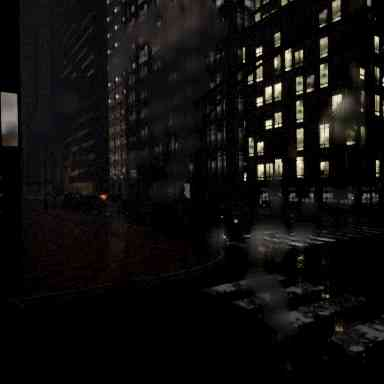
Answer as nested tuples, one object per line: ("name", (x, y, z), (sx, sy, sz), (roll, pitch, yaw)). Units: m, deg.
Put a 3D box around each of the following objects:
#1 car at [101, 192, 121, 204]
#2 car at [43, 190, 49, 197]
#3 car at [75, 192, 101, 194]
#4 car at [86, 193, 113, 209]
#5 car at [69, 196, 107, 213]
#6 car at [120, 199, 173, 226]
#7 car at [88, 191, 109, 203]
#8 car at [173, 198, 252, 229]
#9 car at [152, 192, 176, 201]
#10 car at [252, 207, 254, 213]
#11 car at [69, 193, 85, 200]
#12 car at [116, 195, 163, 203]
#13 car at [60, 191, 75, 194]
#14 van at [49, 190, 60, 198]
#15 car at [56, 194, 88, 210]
("car", (-11.956, 1.009, 51.064), (1.837, 1.490, 4.892), (-1, 1, -35))
("car", (-35.652, 0.689, 84.658), (2.008, 1.369, 4.403), (-1, 1, -35))
("car", (-16.134, 1.077, 51.775), (2.033, 1.411, 5.357), (-1, 1, -34))
("car", (-11.428, 1.224, 39.316), (1.812, 1.442, 4.674), (-1, 1, -35))
("car", (-10.515, 1.354, 33.420), (1.947, 1.339, 4.313), (-1, 1, -35))
("car", (-2.886, 1.455, 22.399), (2.008, 1.369, 4.403), (-1, 1, -35))
("car", (-15.939, 0.796, 56.782), (2.097, 1.767, 4.553), (-1, 1, -35))
("car", (1.129, 1.383, 21.062), (2.128, 1.511, 4.902), (-1, 1, -34))
("car", (-3.640, 0.963, 38.206), (2.192, 1.841, 5.009), (-1, 1, -35))
("car", (3.110, 1.279, 28.349), (1.752, 1.417, 4.829), (-1, 1, -35))
("car", (-22.847, 0.889, 66.078), (1.887, 1.381, 4.507), (-1, 1, -35))
("car", (-4.778, 1.306, 29.647), (1.837, 1.490, 4.892), (-1, 1, -34))
("car", (-21.677, 0.946, 59.790), (1.837, 1.490, 4.892), (-1, 1, -34))
("van", (-32.450, 0.531, 80.010), (1.690, 1.788, 3.998), (-1, 1, -35))
("car", (-13.717, 1.289, 38.066), (2.008, 1.369, 4.403), (-1, 1, -35))
